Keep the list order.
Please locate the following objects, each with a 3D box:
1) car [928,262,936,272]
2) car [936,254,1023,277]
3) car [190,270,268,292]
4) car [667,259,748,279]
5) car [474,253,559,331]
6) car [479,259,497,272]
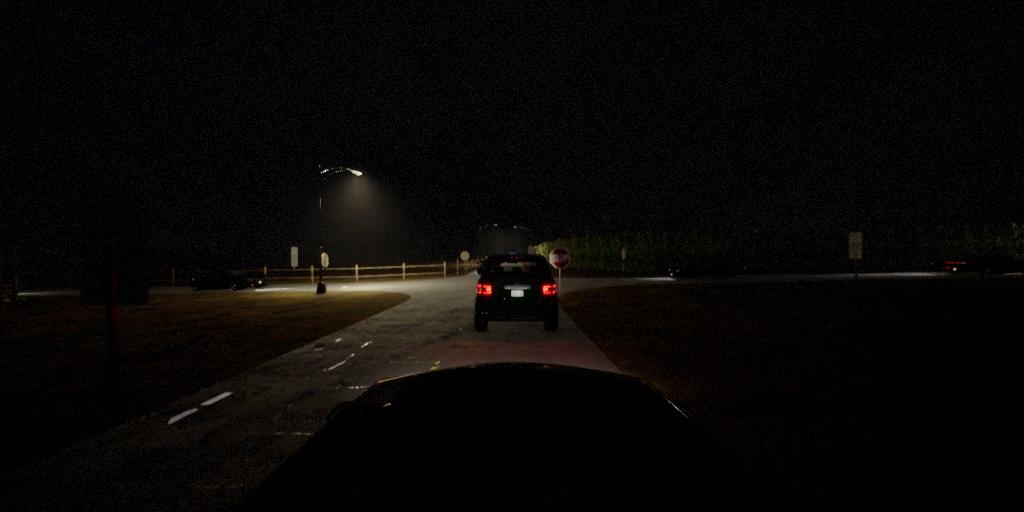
[{"bbox_3d":[34.903,0.632,27.248,4.718,1.301,1.895,-1,0,0],"label":"car"},{"bbox_3d":[32.419,0.588,24.298,4.892,1.490,1.837,-1,0,0],"label":"car"},{"bbox_3d":[-18.934,1.616,24.101,4.181,1.385,1.994,-1,0,0],"label":"car"},{"bbox_3d":[14.755,0.954,27.178,5.357,1.411,2.033,-1,0,0],"label":"car"},{"bbox_3d":[0.073,0.967,11.079,2.150,2.045,5.566,0,0,-1],"label":"car"},{"bbox_3d":[-2.795,1.091,43.063,1.837,1.490,4.892,0,1,0],"label":"car"}]
